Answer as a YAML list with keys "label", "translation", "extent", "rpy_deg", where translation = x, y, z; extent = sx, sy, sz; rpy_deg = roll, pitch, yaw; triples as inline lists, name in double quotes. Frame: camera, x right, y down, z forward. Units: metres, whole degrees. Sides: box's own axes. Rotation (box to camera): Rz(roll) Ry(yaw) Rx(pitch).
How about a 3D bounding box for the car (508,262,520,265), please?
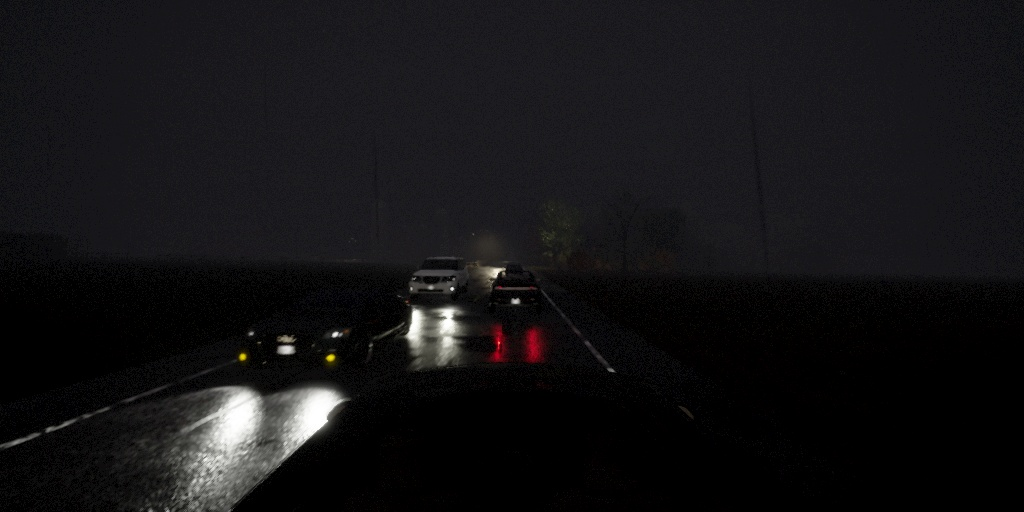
- label: "car"
  translation: [0.222, 1.430, 40.159]
  extent: [2.128, 1.511, 4.902]
  rpy_deg: [0, 0, 0]

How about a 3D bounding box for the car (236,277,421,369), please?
- label: "car"
  translation: [-3.583, 1.320, 7.715]
  extent: [1.994, 1.385, 4.181]
  rpy_deg: [0, 0, 1]

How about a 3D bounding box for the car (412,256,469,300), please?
- label: "car"
  translation: [-3.541, 1.029, 18.433]
  extent: [2.150, 2.045, 5.566]
  rpy_deg: [0, 0, 0]

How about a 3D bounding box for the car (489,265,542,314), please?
- label: "car"
  translation: [0.134, 1.303, 14.251]
  extent: [2.128, 1.511, 4.902]
  rpy_deg: [0, 0, 0]
